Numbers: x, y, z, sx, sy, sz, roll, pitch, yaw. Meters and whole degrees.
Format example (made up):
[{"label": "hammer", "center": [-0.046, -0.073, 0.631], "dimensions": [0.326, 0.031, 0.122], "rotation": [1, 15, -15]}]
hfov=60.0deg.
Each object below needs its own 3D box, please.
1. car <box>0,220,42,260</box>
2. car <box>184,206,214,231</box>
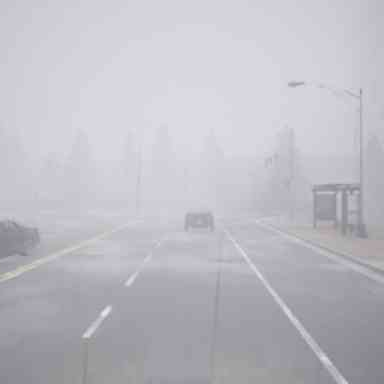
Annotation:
[{"label": "car", "center": [-6.911, 1.638, 10.874], "dimensions": [2.033, 1.411, 5.357], "rotation": [0, 0, 1]}, {"label": "car", "center": [0.478, 1.682, 22.283], "dimensions": [1.882, 1.535, 5.008], "rotation": [0, -1, 1]}]
